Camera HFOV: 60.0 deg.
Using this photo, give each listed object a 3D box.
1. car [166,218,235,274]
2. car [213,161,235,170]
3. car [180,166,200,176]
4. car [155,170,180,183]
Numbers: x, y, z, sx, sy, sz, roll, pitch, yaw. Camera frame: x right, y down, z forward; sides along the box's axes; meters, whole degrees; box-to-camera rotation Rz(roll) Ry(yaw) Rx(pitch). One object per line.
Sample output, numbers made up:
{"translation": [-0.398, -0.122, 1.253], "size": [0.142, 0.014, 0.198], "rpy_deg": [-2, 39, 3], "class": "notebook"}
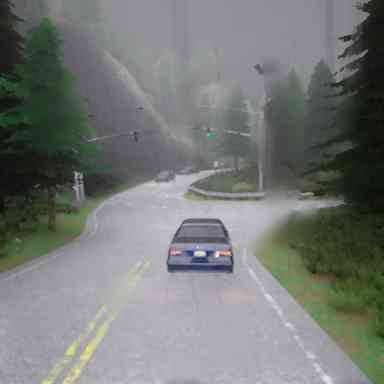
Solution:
{"translation": [0.336, 1.540, 10.569], "size": [2.033, 1.411, 5.357], "rpy_deg": [0, 0, 3], "class": "car"}
{"translation": [6.245, -5.100, 64.454], "size": [4.892, 1.490, 1.837], "rpy_deg": [-10, 10, -41], "class": "car"}
{"translation": [-0.383, -3.698, 56.520], "size": [2.128, 1.511, 4.902], "rpy_deg": [3, 10, 32], "class": "car"}
{"translation": [-3.761, -2.256, 47.673], "size": [1.837, 1.490, 4.892], "rpy_deg": [1, 9, 15], "class": "car"}
